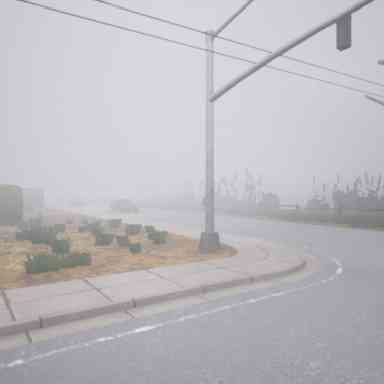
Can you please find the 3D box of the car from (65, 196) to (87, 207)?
[{"bbox_3d":[-17.664,1.586,51.206,1.895,1.301,4.718,0,0,-33],"label":"car"}]

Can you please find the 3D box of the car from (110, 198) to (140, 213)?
[{"bbox_3d":[-7.101,1.460,34.803,1.837,1.490,4.892,0,0,-33],"label":"car"}]

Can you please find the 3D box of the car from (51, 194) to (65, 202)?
[{"bbox_3d":[-30.981,1.307,78.076,2.097,1.767,4.553,0,0,-33],"label":"car"}]

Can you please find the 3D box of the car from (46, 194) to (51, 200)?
[{"bbox_3d":[-36.571,1.331,86.663,2.033,1.411,5.357,0,0,-37],"label":"car"}]
